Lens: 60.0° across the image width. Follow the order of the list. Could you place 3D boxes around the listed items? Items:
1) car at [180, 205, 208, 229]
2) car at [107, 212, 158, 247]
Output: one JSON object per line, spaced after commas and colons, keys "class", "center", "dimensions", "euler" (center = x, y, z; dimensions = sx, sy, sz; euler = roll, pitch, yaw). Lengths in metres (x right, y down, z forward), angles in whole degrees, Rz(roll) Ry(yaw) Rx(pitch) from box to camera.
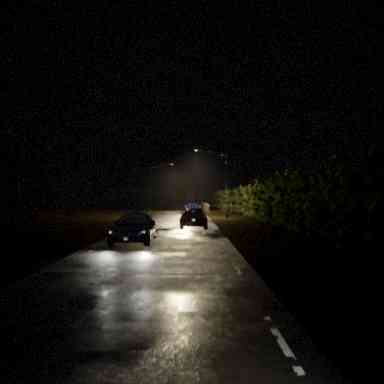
{"class": "car", "center": [0.111, 1.903, 24.521], "dimensions": [1.994, 1.385, 4.181], "euler": [0, -1, 0]}
{"class": "car", "center": [-2.753, 1.725, 16.170], "dimensions": [1.812, 1.442, 4.674], "euler": [0, -1, 0]}
